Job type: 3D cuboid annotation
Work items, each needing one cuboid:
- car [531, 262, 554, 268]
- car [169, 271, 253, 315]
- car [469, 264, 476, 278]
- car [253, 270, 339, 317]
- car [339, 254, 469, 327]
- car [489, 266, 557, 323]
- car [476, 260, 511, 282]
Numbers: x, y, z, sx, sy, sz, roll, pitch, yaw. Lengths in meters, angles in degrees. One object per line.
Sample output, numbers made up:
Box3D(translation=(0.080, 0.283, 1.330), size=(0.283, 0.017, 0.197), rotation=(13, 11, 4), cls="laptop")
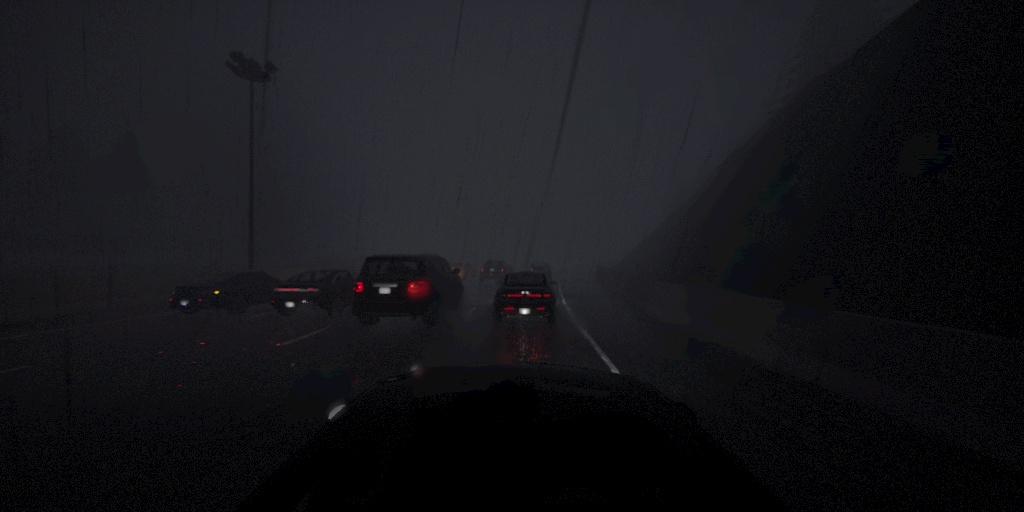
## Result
Box3D(translation=(2.380, 1.260, 29.743), size=(2.128, 1.511, 4.902), rotation=(0, 0, 9), cls="car")
Box3D(translation=(-9.975, 1.263, 13.372), size=(1.812, 1.442, 4.674), rotation=(0, 0, 3), cls="car")
Box3D(translation=(-4.465, 1.234, 31.254), size=(1.882, 1.535, 5.008), rotation=(0, 0, 9), cls="car")
Box3D(translation=(-6.474, 1.235, 13.103), size=(2.128, 1.511, 4.902), rotation=(0, 0, 3), cls="car")
Box3D(translation=(-3.065, 0.971, 11.721), size=(2.150, 2.045, 5.566), rotation=(0, 0, 3), cls="car")
Box3D(translation=(0.477, 1.261, 12.198), size=(1.837, 1.490, 4.892), rotation=(0, 0, 3), cls="car")
Box3D(translation=(-1.199, 1.114, 29.430), size=(2.097, 1.767, 4.553), rotation=(0, 0, 8), cls="car")
